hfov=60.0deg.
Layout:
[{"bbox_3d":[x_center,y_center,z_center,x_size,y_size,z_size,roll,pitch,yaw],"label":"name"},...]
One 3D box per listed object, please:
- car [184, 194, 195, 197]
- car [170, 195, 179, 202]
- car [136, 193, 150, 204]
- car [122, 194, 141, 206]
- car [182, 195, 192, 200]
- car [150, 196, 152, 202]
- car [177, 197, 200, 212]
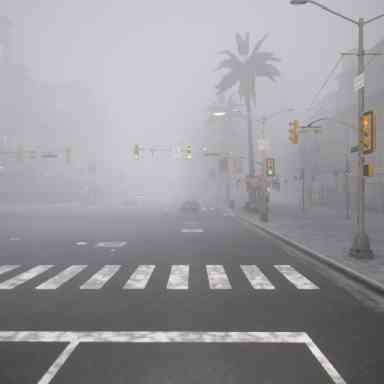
[{"bbox_3d":[-0.143,1.381,85.364,2.097,1.767,4.553,0,0,-4],"label":"car"},{"bbox_3d":[-3.503,1.575,74.390,1.994,1.385,4.181,0,0,0],"label":"car"},{"bbox_3d":[-10.515,1.242,66.983,2.150,2.045,5.566,0,0,0],"label":"car"},{"bbox_3d":[-10.542,1.565,56.736,2.033,1.411,5.357,0,0,1],"label":"car"},{"bbox_3d":[-1.392,1.582,95.567,1.994,1.385,4.181,0,0,-12],"label":"car"},{"bbox_3d":[-10.505,1.501,77.435,1.882,1.535,5.008,0,0,0],"label":"car"},{"bbox_3d":[-0.218,1.576,39.040,1.994,1.385,4.181,0,0,5],"label":"car"}]
